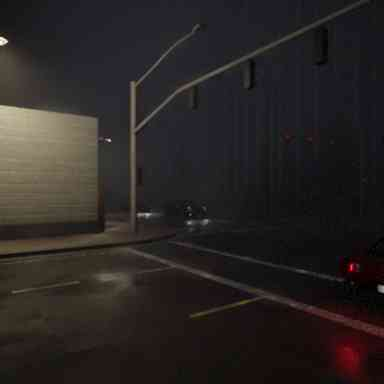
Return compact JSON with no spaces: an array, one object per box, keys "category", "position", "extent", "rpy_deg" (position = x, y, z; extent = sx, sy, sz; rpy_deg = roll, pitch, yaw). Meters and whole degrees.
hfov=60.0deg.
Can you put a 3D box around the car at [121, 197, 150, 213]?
[{"category":"car","position":[-6.427,1.619,37.453],"extent":[1.994,1.385,4.181],"rpy_deg":[0,0,-35]}]

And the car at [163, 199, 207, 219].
[{"category":"car","position":[-0.669,1.407,29.386],"extent":[2.097,1.767,4.553],"rpy_deg":[0,0,-35]}]

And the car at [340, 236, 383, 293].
[{"category":"car","position":[5.567,1.617,7.718],"extent":[4.718,1.301,1.895],"rpy_deg":[0,0,-35]}]
